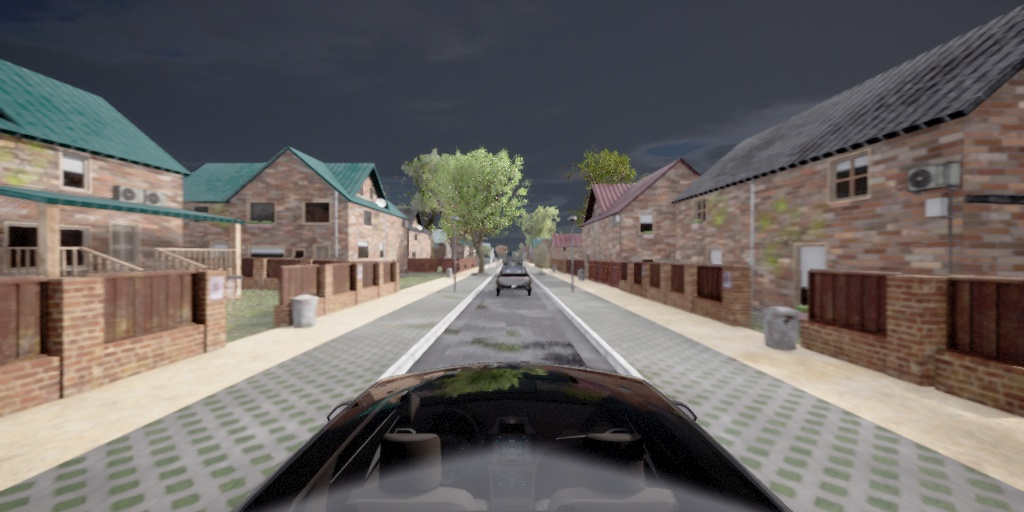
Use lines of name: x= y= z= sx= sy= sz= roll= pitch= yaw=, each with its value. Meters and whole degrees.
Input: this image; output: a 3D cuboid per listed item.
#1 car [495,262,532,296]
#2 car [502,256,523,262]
car: x=0.095 y=1.262 z=19.646 sx=2.128 sy=1.511 sz=4.902 roll=0 pitch=0 yaw=0
car: x=0.089 y=1.033 z=39.803 sx=2.150 sy=2.045 sz=5.566 roll=0 pitch=0 yaw=0
